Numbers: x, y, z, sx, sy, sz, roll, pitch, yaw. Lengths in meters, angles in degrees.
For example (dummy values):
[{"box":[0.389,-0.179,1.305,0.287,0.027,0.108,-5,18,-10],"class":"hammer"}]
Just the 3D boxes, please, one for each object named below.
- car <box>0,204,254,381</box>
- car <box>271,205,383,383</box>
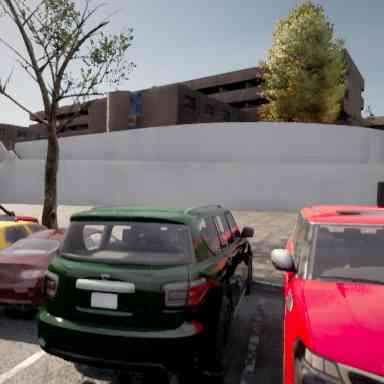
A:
[{"box":[-0.187,1.231,5.955,2.435,2.045,5.566,0,-1,15],"class":"car"},{"box":[2.262,1.232,4.158,2.435,2.045,5.566,1,-1,15],"class":"car"}]
